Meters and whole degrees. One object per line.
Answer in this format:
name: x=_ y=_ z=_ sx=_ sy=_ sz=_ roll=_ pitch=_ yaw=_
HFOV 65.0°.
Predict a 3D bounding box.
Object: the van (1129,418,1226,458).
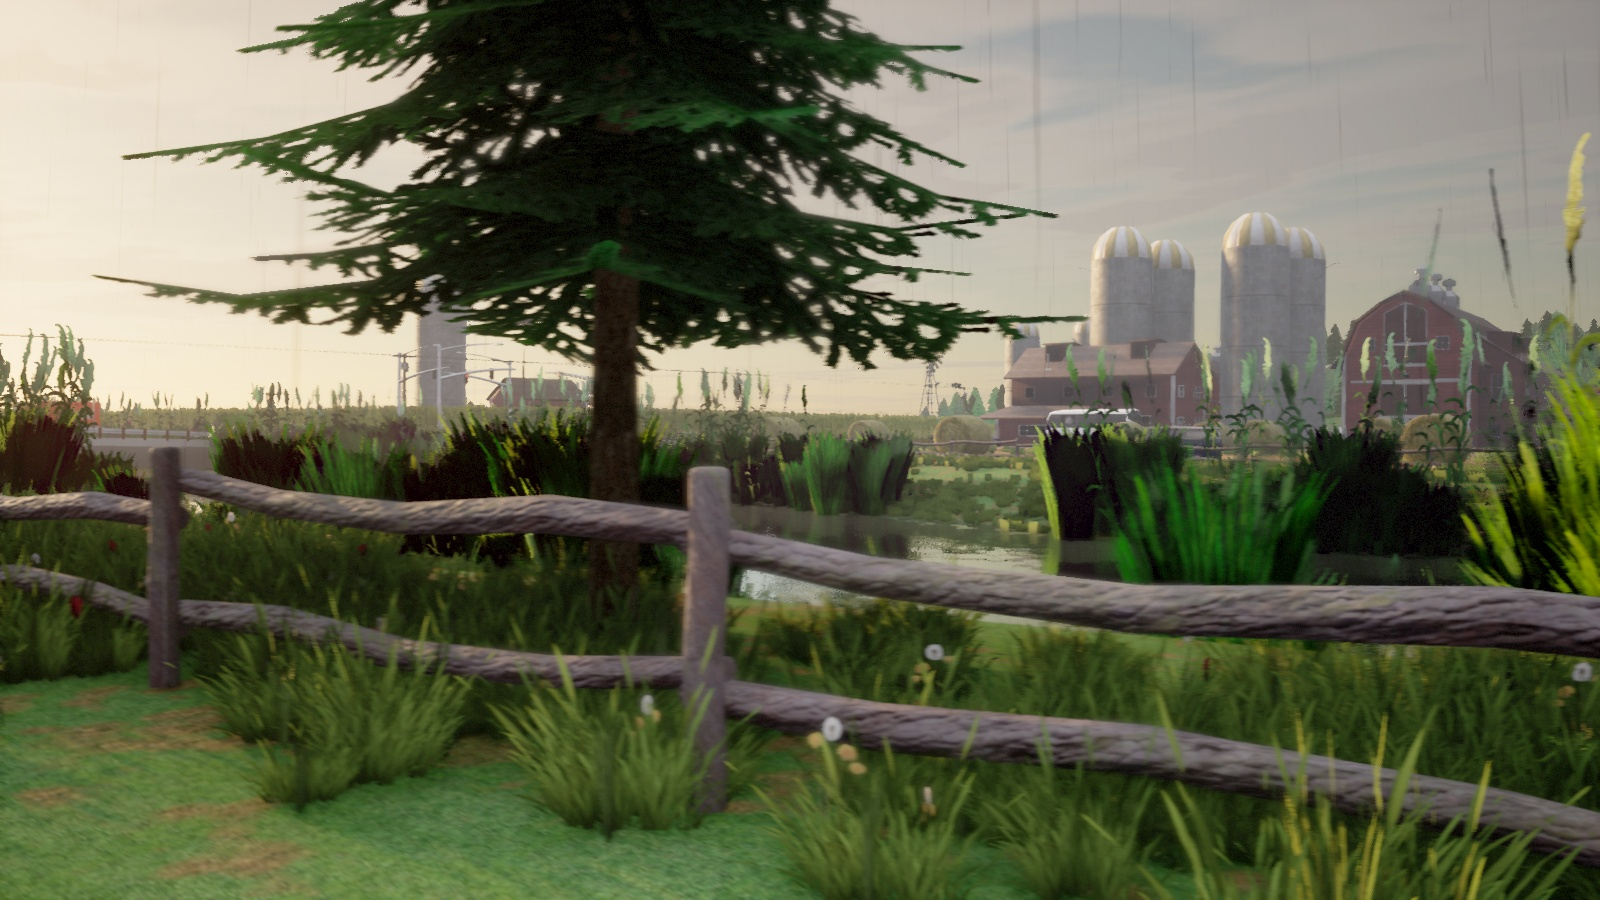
van: x=19.476 y=-0.602 z=64.858 sx=4.442 sy=1.987 sz=1.775 roll=0 pitch=1 yaw=43
